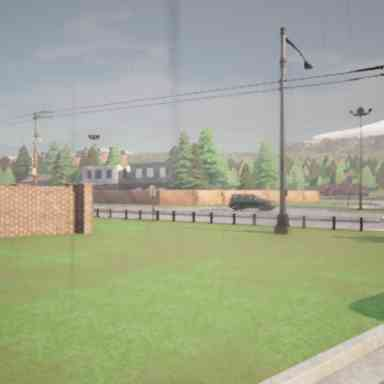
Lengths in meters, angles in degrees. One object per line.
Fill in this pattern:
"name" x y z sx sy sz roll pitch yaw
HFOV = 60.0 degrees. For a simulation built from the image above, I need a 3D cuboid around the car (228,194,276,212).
"car" 7.052 1.254 39.221 5.566 2.045 2.150 0 0 29
